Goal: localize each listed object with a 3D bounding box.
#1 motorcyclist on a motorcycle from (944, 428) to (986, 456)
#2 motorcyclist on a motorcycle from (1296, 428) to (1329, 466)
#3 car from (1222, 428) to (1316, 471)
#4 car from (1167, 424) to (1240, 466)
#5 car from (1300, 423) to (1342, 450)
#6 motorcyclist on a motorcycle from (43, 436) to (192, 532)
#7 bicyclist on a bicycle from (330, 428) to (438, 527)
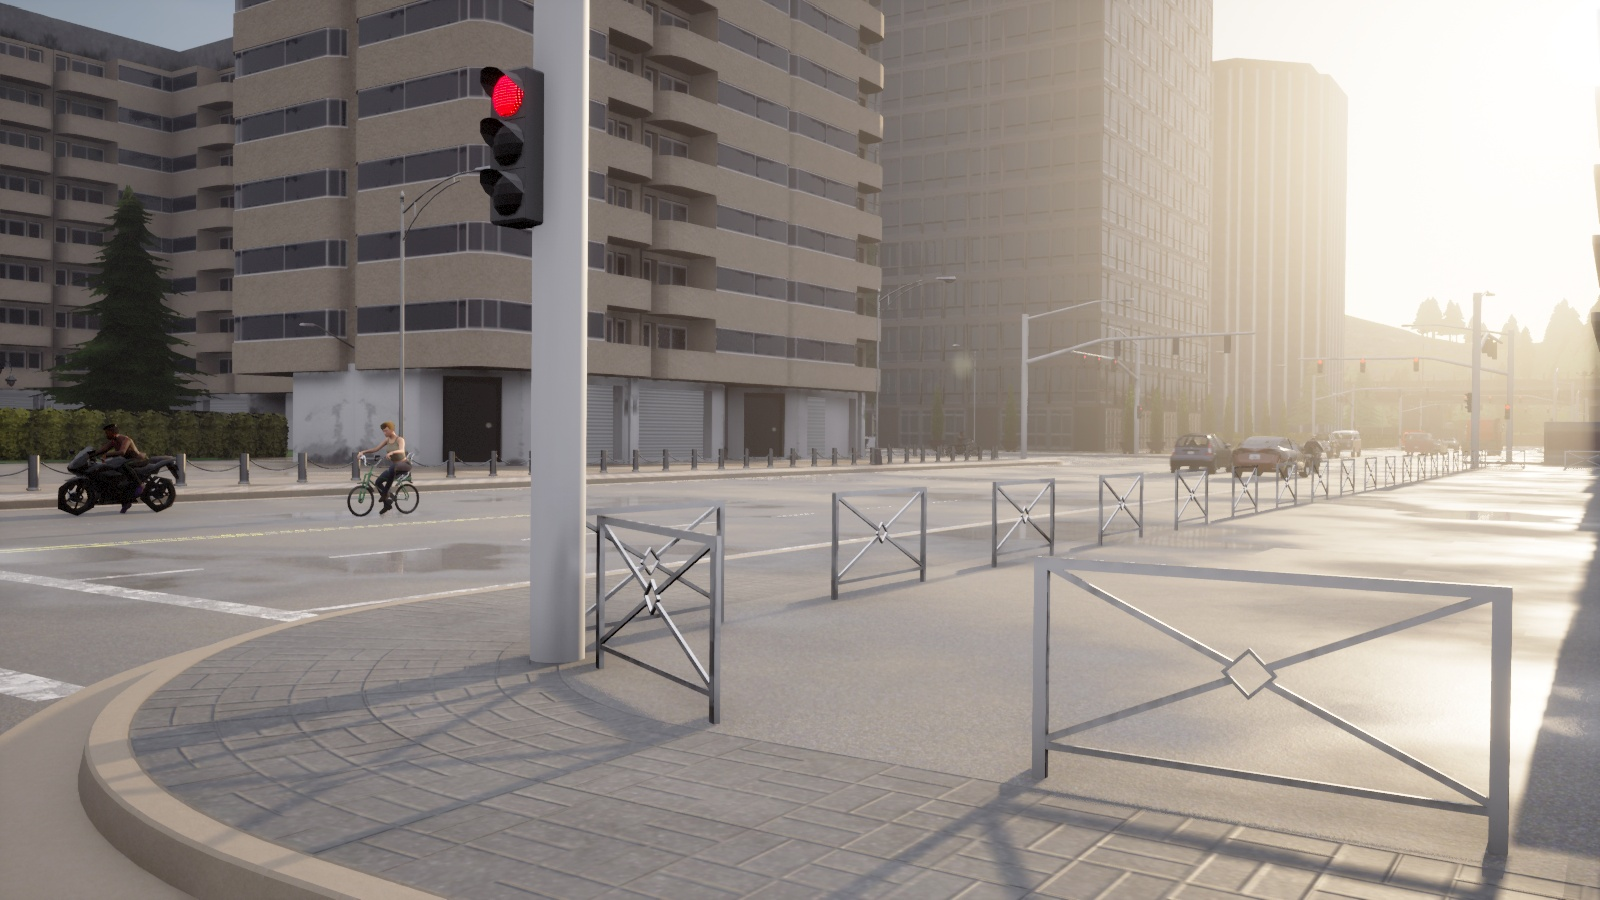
[{"bbox_3d":[9.763,-0.476,74.293,2.350,1.649,0.766,0,1,33],"label":"motorcyclist on a motorcycle"},{"bbox_3d":[21.191,-0.134,51.919,0.866,1.530,2.191,0,1,33],"label":"motorcyclist on a motorcycle"},{"bbox_3d":[17.128,-0.048,45.693,2.163,1.488,4.792,0,1,33],"label":"car"},{"bbox_3d":[16.434,-0.216,51.033,1.851,1.617,3.988,0,1,33],"label":"car"},{"bbox_3d":[36.743,-0.994,88.571,1.932,1.855,4.605,0,1,33],"label":"car"},{"bbox_3d":[-11.443,0.529,21.112,0.797,1.523,2.044,0,1,33],"label":"motorcyclist on a motorcycle"},{"bbox_3d":[-7.076,0.440,21.409,0.866,1.612,1.509,0,1,33],"label":"bicyclist on a bicycle"}]
